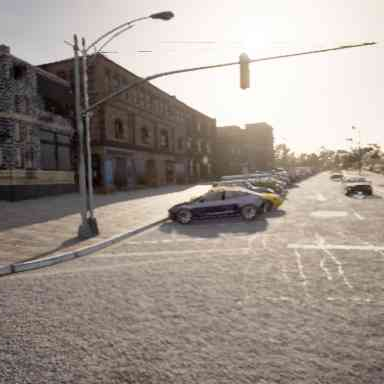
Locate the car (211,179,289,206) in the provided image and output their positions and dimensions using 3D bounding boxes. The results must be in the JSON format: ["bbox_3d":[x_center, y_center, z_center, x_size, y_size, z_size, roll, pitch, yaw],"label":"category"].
[{"bbox_3d":[2.424,0.353,19.069,5.366,1.575,1.946,-4,3,-2],"label":"car"}]

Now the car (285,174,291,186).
[{"bbox_3d":[7.060,-0.713,33.335,4.674,1.452,2.002,-3,3,-1],"label":"car"}]

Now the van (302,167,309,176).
[{"bbox_3d":[20.409,-3.715,66.927,4.442,1.987,1.878,-3,3,3],"label":"van"}]

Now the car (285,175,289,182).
[{"bbox_3d":[5.073,-0.302,27.643,4.892,1.521,2.231,-4,3,-1],"label":"car"}]

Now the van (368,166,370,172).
[{"bbox_3d":[44.806,-5.586,78.154,4.442,1.987,1.878,-2,4,3],"label":"van"}]

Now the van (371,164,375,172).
[{"bbox_3d":[42.463,-5.130,72.698,4.442,1.987,1.878,-2,4,3],"label":"van"}]

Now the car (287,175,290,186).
[{"bbox_3d":[6.067,-0.488,30.487,4.674,1.452,2.002,-3,4,-1],"label":"car"}]

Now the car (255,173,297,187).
[{"bbox_3d":[11.217,-1.657,44.644,5.008,1.535,2.097,-3,3,1],"label":"car"}]

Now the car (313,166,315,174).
[{"bbox_3d":[25.005,-4.650,77.952,5.566,2.045,2.435,-3,4,3],"label":"car"}]

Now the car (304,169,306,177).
[{"bbox_3d":[16.813,-2.796,58.627,4.892,1.521,2.231,-3,4,3],"label":"car"}]

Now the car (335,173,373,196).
[{"bbox_3d":[12.793,-0.504,26.156,2.033,1.411,5.357,-1,4,19],"label":"car"}]

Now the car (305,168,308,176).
[{"bbox_3d":[18.943,-3.246,64.182,5.366,1.575,1.946,-3,4,3],"label":"car"}]

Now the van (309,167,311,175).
[{"bbox_3d":[22.777,-4.175,72.448,4.442,1.987,1.878,-3,3,3],"label":"van"}]

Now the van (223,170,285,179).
[{"bbox_3d":[4.217,-0.311,24.779,4.442,1.987,1.878,-4,3,-2],"label":"van"}]

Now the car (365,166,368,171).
[{"bbox_3d":[46.125,-5.844,80.875,5.566,2.045,2.435,-2,4,3],"label":"car"}]

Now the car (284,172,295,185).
[{"bbox_3d":[9.111,-1.164,38.995,4.674,1.452,2.002,-3,4,0],"label":"car"}]

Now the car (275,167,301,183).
[{"bbox_3d":[10.169,-1.683,41.813,5.566,2.045,2.435,-3,3,0],"label":"car"}]

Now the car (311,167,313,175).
[{"bbox_3d":[23.858,-4.172,75.219,5.008,1.535,2.097,-3,3,3],"label":"car"}]

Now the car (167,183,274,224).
[{"bbox_3d":[1.169,0.628,16.291,4.792,1.488,2.163,-3,4,-3],"label":"car"}]

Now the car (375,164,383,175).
[{"bbox_3d":[37.920,-4.251,61.791,5.566,2.045,2.435,-2,4,3],"label":"car"}]

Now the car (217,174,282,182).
[{"bbox_3d":[3.130,0.021,21.920,4.553,1.767,2.185,-4,3,-2],"label":"car"}]

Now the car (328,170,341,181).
[{"bbox_3d":[21.637,-2.506,50.051,1.812,1.442,4.674,-1,4,22],"label":"car"}]

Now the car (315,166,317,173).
[{"bbox_3d":[27.376,-5.109,83.453,5.566,2.045,2.435,-3,4,3],"label":"car"}]

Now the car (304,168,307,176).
[{"bbox_3d":[17.952,-3.025,61.414,5.008,1.535,2.097,-3,3,3],"label":"car"}]

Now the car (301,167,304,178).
[{"bbox_3d":[15.671,-2.694,55.831,4.553,1.767,2.185,-3,4,2],"label":"car"}]
